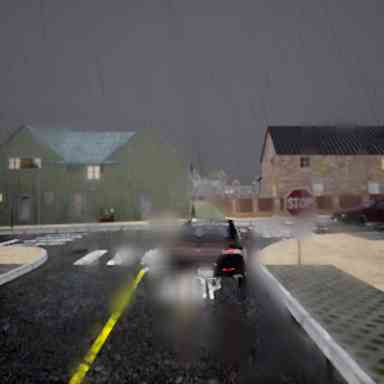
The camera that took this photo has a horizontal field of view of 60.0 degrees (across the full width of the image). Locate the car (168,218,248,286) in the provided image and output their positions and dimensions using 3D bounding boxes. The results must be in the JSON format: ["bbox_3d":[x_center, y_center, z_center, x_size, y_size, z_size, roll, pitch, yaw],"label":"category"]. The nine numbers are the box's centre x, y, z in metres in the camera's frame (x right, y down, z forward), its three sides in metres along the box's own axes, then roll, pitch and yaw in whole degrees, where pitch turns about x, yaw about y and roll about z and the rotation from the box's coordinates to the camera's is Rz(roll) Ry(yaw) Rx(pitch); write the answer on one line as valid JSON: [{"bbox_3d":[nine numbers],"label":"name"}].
[{"bbox_3d":[0.543,1.475,9.379,2.128,1.511,4.902,0,0,6],"label":"car"}]

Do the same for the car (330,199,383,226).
[{"bbox_3d":[10.713,1.081,18.728,5.357,1.411,2.033,-2,0,-1],"label":"car"}]
